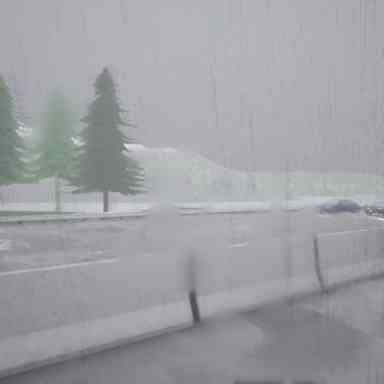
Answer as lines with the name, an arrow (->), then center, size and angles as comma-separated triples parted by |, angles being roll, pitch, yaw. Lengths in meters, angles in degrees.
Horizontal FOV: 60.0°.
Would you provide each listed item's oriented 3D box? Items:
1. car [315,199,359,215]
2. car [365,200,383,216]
car -> 13.884, 1.379, 31.732 | 4.674, 1.442, 1.812 | 0, 0, -25
car -> 17.565, 1.384, 29.589 | 4.674, 1.442, 1.812 | 0, 0, -24
